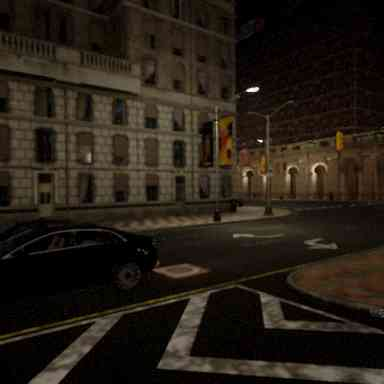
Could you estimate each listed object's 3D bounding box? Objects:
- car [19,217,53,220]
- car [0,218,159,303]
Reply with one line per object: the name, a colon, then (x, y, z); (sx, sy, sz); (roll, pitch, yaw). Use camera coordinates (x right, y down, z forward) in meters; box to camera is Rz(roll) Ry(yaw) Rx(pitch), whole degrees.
car: (-4.898, 1.525, 10.317); (5.357, 1.411, 2.033); (-1, 1, -36)
car: (-3.087, 1.471, 7.306); (4.902, 1.511, 2.128); (-1, 1, -36)
